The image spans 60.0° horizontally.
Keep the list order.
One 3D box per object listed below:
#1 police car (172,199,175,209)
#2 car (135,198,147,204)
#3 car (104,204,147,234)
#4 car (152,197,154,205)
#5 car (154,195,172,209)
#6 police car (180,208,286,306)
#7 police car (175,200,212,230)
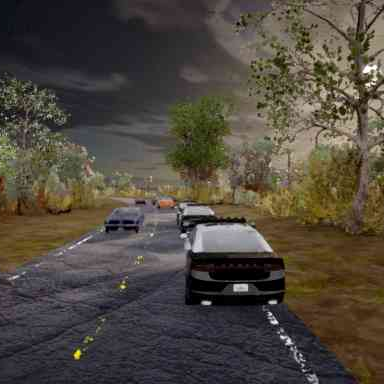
[{"bbox_3d":[-0.221,1.423,24.340,1.930,1.638,5.238,0,0,-5],"label":"police car"},{"bbox_3d":[-8.547,1.596,55.229,1.895,1.301,4.718,0,0,-11],"label":"car"},{"bbox_3d":[-3.821,1.600,19.380,1.895,1.301,4.718,0,0,-4],"label":"car"},{"bbox_3d":[-5.860,1.346,57.952,2.097,1.767,4.553,0,0,-12],"label":"car"},{"bbox_3d":[-3.686,1.348,45.655,2.097,1.767,4.553,0,0,-9],"label":"car"},{"bbox_3d":[0.745,1.425,8.244,1.930,1.638,5.238,0,0,-2],"label":"police car"},{"bbox_3d":[0.241,1.424,18.310,1.930,1.638,5.238,0,0,-4],"label":"police car"}]
